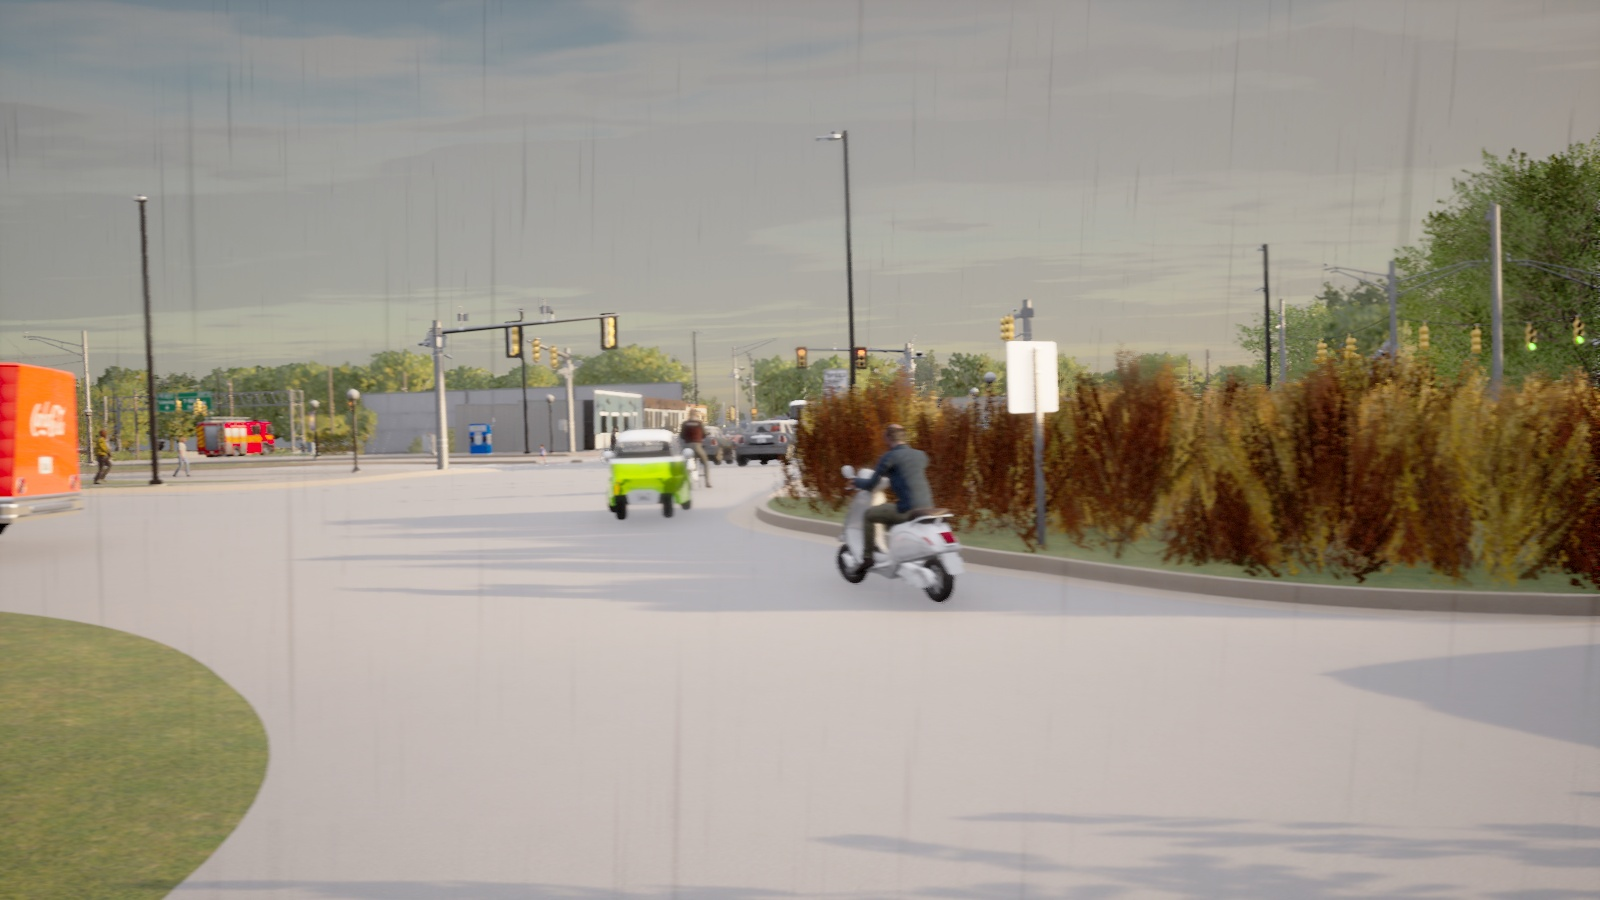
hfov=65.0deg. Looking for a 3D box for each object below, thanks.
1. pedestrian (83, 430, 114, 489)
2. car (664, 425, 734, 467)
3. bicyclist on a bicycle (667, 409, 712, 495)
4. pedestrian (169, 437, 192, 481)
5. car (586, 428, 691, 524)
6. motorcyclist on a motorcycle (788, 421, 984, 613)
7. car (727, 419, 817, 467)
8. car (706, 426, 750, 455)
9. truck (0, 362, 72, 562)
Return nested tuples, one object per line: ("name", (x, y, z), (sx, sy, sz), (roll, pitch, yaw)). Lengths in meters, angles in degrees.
("pedestrian", (-22.565, 0.298, 40.376), (0.726, 1.835, 0.370), (-3, 2, -19))
("car", (-3.799, -0.152, 47.763), (1.970, 1.475, 3.806), (-2, 0, 6))
("bicyclist on a bicycle", (-2.356, 0.009, 27.022), (0.659, 1.776, 1.843), (-2, 2, 3))
("pedestrian", (-26.790, 0.385, 54.283), (0.706, 1.836, 0.354), (-2, 2, 1))
("car", (-2.560, 0.372, 20.281), (1.481, 1.376, 2.207), (-2, 2, -4))
("motorcyclist on a motorcycle", (0.760, 0.551, 11.703), (0.866, 1.590, 1.817), (-4, 4, -33))
("car", (-0.868, -0.253, 41.947), (1.970, 1.475, 3.806), (-2, 0, 15))
("car", (-4.710, -0.647, 83.143), (2.097, 1.767, 4.553), (-2, 1, 6))
("truck", (-12.662, 0.188, 16.060), (5.204, 2.467, 2.627), (-1, 0, -12))
